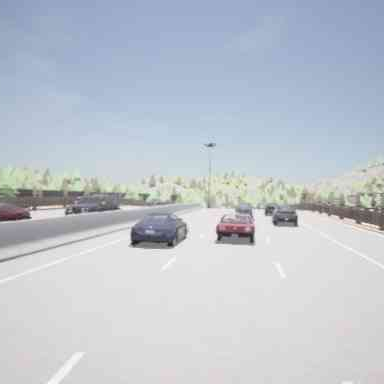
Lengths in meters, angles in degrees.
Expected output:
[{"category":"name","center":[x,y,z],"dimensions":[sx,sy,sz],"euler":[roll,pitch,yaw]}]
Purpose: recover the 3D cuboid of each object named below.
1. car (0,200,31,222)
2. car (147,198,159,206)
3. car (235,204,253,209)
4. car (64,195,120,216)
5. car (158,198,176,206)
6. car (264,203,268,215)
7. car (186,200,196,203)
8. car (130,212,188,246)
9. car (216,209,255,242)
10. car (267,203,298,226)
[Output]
[{"category":"car","center":[-11.658,1.410,19.960],"dimensions":[1.812,1.442,4.674],"euler":[1,-1,10]},{"category":"car","center":[-7.137,1.980,65.151],"dimensions":[2.097,1.767,4.553],"euler":[1,-3,11]},{"category":"car","center":[5.549,1.994,35.733],"dimensions":[2.033,1.411,5.357],"euler":[1,-1,10]},{"category":"car","center":[-7.246,1.256,24.783],"dimensions":[2.150,2.045,5.566],"euler":[1,-1,10]},{"category":"car","center":[-4.266,2.108,61.354],"dimensions":[1.994,1.385,4.181],"euler":[1,-2,11]},{"category":"car","center":[10.037,2.086,41.567],"dimensions":[1.882,1.535,5.008],"euler":[1,0,11]},{"category":"car","center":[-0.113,2.329,64.711],"dimensions":[2.128,1.511,4.902],"euler":[1,-3,11]},{"category":"car","center":[-1.450,1.666,15.931],"dimensions":[1.994,1.385,4.181],"euler":[1,-1,9]},{"category":"car","center":[2.424,1.817,18.002],"dimensions":[1.895,1.301,4.718],"euler":[1,0,10]},{"category":"car","center":[7.653,1.920,27.700],"dimensions":[2.128,1.511,4.902],"euler":[1,-1,10]}]
